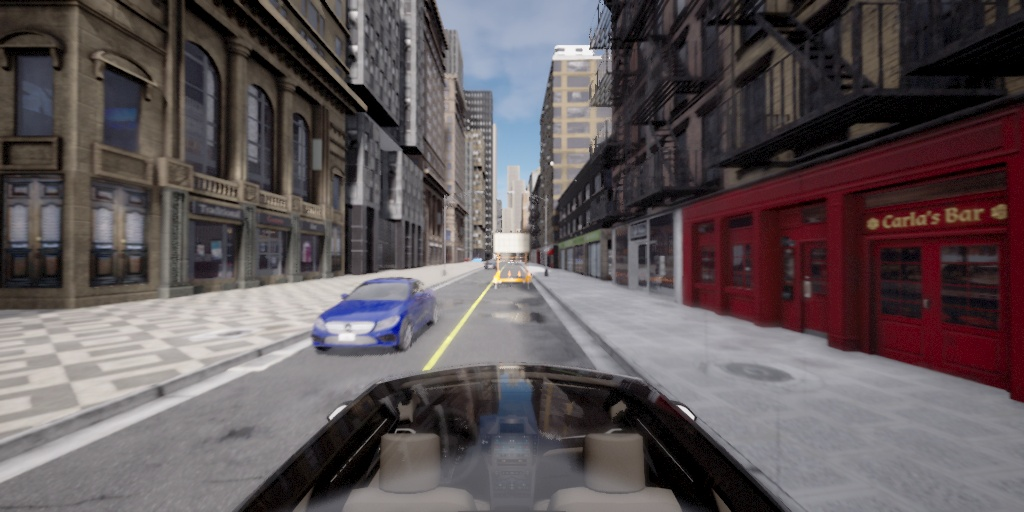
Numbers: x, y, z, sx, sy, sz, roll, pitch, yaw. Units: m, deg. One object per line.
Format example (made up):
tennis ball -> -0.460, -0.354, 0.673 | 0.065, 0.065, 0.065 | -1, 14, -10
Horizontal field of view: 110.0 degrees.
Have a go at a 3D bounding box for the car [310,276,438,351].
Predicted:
car -> -3.098, 1.271, 9.076 | 1.812, 1.442, 4.674 | 0, 0, 0

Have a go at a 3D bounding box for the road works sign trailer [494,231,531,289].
road works sign trailer -> 0.011, 0.206, 23.143 | 2.380, 3.560, 2.880 | 0, 0, 0

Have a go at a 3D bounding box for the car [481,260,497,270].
car -> -3.045, 1.289, 52.920 | 1.812, 1.442, 4.674 | 0, 0, 0
